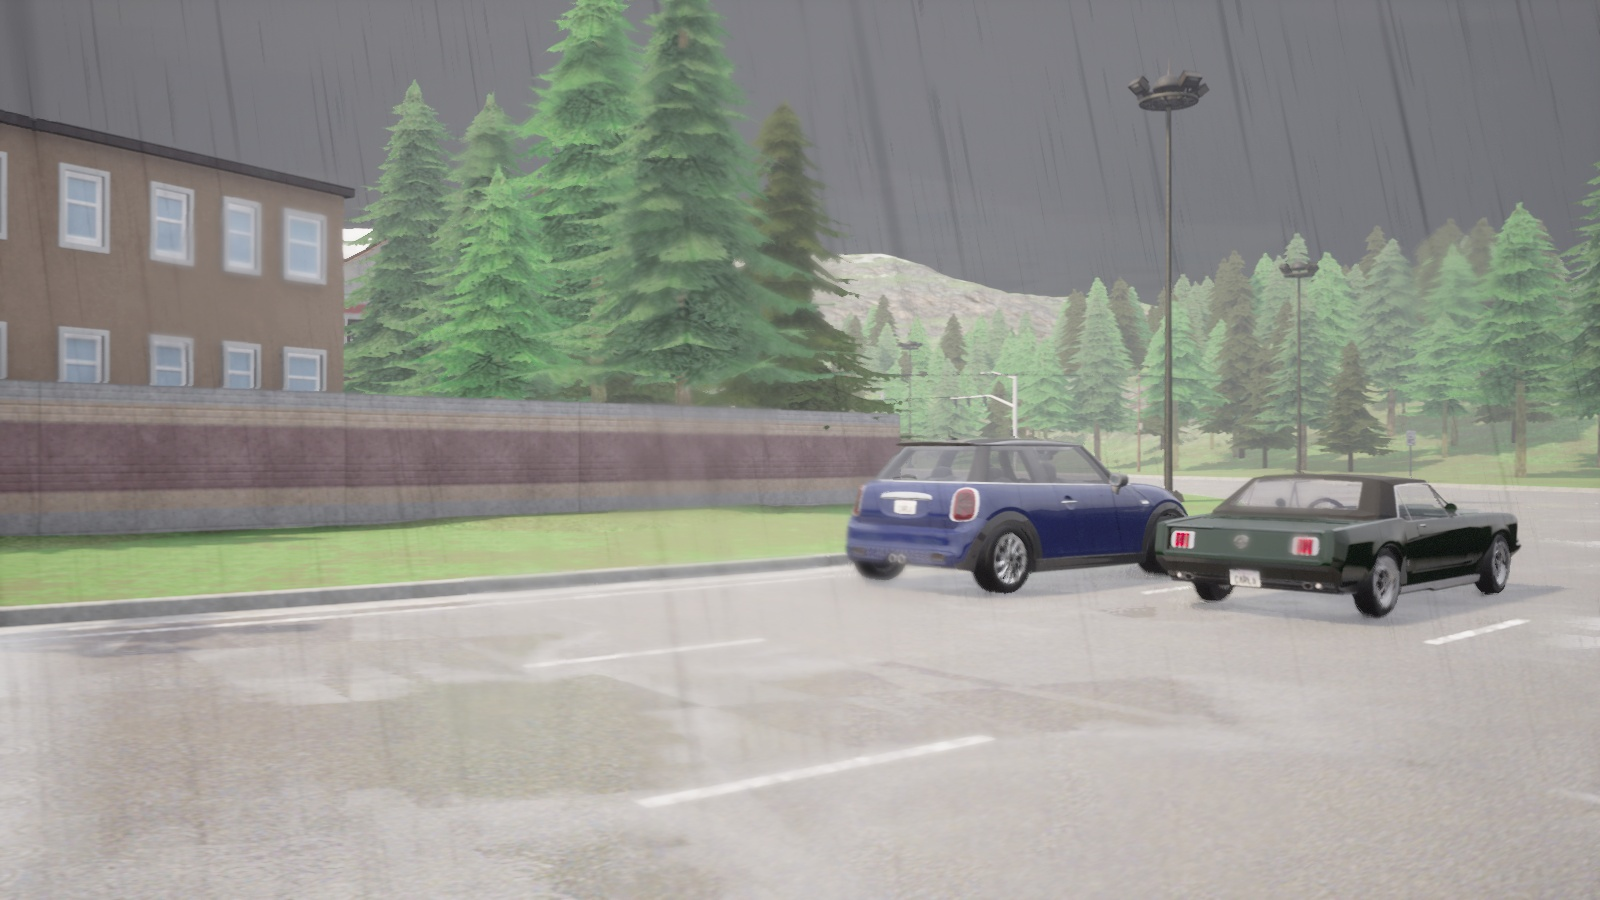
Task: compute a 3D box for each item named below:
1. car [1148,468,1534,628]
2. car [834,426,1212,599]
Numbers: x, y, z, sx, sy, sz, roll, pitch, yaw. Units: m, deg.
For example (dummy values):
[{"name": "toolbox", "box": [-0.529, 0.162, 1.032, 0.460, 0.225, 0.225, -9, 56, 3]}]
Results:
[{"name": "car", "box": [5.742, 0.870, 13.014, 4.718, 1.301, 1.895, 0, 0, -42]}, {"name": "car", "box": [2.792, 0.641, 15.083, 4.553, 1.767, 2.097, 0, 0, -42]}]
